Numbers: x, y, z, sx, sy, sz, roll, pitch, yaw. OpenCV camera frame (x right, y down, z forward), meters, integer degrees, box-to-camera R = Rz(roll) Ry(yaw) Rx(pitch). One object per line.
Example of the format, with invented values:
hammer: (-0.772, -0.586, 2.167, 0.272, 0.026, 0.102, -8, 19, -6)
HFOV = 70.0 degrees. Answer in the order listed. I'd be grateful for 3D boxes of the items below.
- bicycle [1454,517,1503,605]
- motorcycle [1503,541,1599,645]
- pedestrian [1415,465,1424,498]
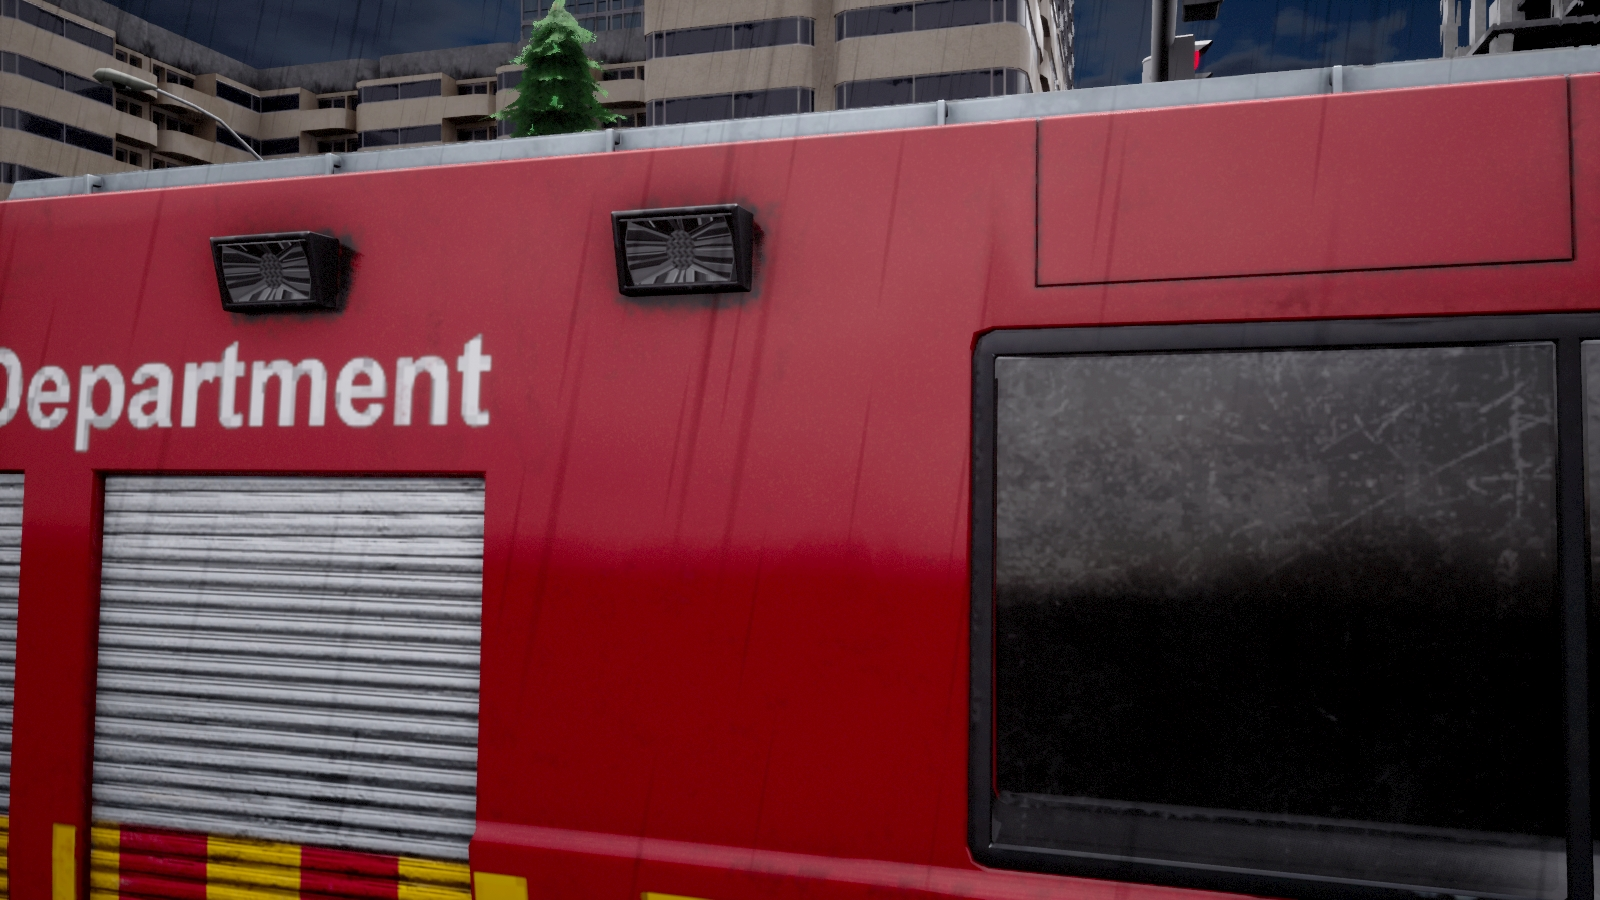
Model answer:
bicycle: (12.788, 2.060, 21.569, 0.329, 1.471, 1.835, 0, 0, 16)
motorcycle: (11.678, 2.155, 17.664, 0.764, 1.307, 2.356, 0, 0, 16)
pedestrian: (36.167, 1.835, 66.677, 0.375, 1.860, 0.375, 0, 0, 15)
